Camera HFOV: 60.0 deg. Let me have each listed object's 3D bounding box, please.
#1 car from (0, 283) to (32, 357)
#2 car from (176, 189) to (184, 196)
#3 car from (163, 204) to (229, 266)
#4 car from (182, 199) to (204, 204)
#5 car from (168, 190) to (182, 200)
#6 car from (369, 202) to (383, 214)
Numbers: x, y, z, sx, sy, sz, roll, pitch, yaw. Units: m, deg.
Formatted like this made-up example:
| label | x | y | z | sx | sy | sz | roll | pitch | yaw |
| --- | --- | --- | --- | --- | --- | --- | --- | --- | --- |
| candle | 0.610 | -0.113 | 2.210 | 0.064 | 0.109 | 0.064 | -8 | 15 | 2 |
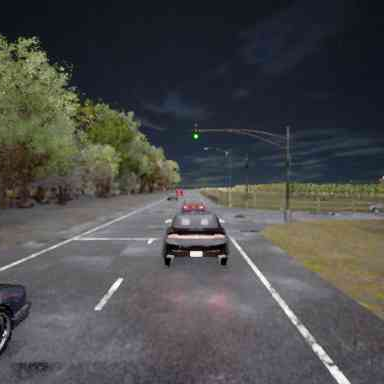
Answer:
| label | x | y | z | sx | sy | sz | roll | pitch | yaw |
| --- | --- | --- | --- | --- | --- | --- | --- | --- | --- |
| car | -3.405 | 1.512 | 2.673 | 2.033 | 1.411 | 5.357 | 0 | 1 | 0 |
| car | -3.492 | 0.066 | 91.098 | 2.150 | 2.045 | 5.566 | 0 | 1 | 0 |
| car | 0.102 | 1.352 | 10.947 | 2.128 | 1.511 | 4.902 | 0 | 1 | 0 |
| car | 0.103 | 1.238 | 28.981 | 1.895 | 1.301 | 4.718 | 0 | 1 | 0 |
| car | -3.394 | 0.777 | 60.833 | 2.033 | 1.411 | 5.357 | 0 | 1 | 0 |
| car | 19.318 | 1.360 | 31.364 | 4.902 | 1.511 | 2.128 | 1 | 0 | 0 |
